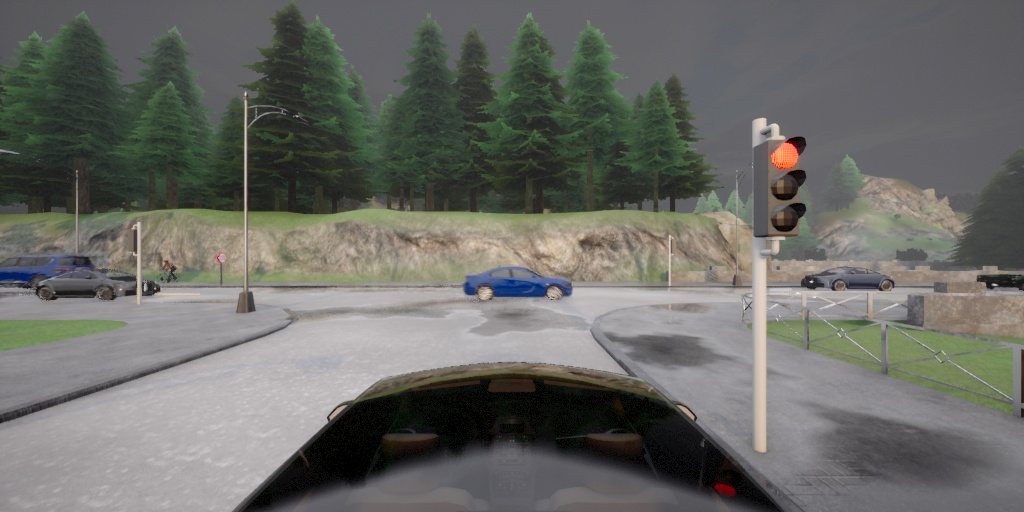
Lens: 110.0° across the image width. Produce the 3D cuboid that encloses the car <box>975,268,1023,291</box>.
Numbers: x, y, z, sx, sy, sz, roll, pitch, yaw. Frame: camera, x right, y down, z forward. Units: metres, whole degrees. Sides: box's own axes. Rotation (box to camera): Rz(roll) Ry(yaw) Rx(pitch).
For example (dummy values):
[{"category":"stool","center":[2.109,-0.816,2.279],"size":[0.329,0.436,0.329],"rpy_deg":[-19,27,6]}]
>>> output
[{"category":"car","center":[30.098,1.351,20.710],"size":[4.718,1.301,1.895],"rpy_deg":[0,0,0]}]

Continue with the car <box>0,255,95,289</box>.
[{"category":"car","center":[-27.573,0.971,20.787],"size":[5.566,2.045,2.150],"rpy_deg":[0,0,0]}]

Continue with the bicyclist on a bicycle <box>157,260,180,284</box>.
[{"category":"bicyclist on a bicycle","center":[-23.915,1.099,24.975],"size":[0.582,1.620,1.656],"rpy_deg":[0,0,0]}]

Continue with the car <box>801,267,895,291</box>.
[{"category":"car","center":[19.303,1.314,20.726],"size":[4.181,1.385,1.994],"rpy_deg":[0,0,0]}]

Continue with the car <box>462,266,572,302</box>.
[{"category":"car","center":[0.244,1.227,16.548],"size":[5.008,1.535,1.882],"rpy_deg":[0,0,0]}]

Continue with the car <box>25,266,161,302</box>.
[{"category":"car","center":[-18.970,1.314,16.572],"size":[4.181,1.385,1.994],"rpy_deg":[0,0,0]}]
